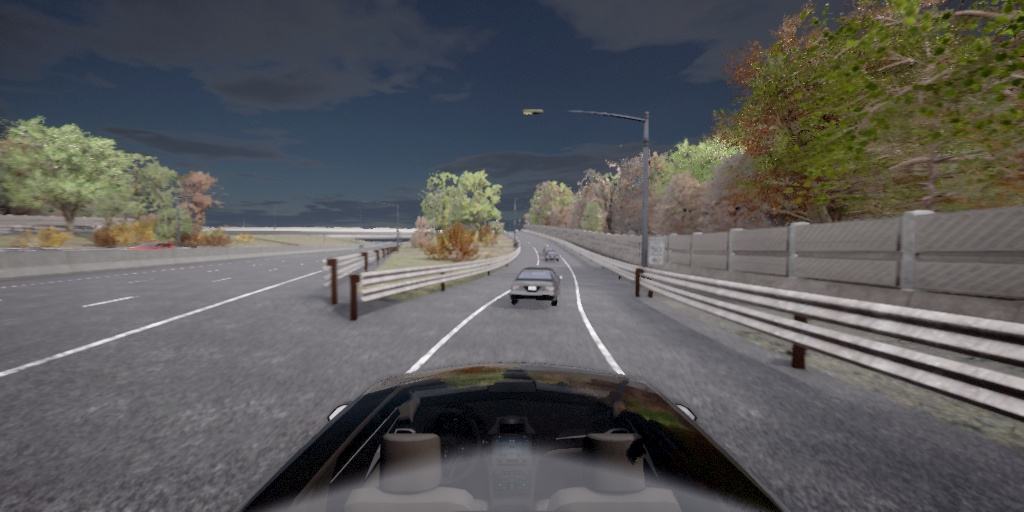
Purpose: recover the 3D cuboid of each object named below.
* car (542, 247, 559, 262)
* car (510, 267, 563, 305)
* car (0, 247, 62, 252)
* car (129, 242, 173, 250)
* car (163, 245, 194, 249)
[{"bbox_3d":[5.280,-0.040,48.013,2.033,1.411,5.357,0,4,4],"label":"car"},{"bbox_3d":[1.121,1.176,15.309,2.033,1.411,5.357,1,1,9],"label":"car"},{"bbox_3d":[-32.675,0.331,22.834,2.033,1.411,5.357,0,2,-17],"label":"car"},{"bbox_3d":[-42.050,-0.597,41.985,2.150,2.045,5.566,0,2,-17],"label":"car"},{"bbox_3d":[-38.584,-0.306,42.590,1.812,1.442,4.674,0,2,-17],"label":"car"}]
